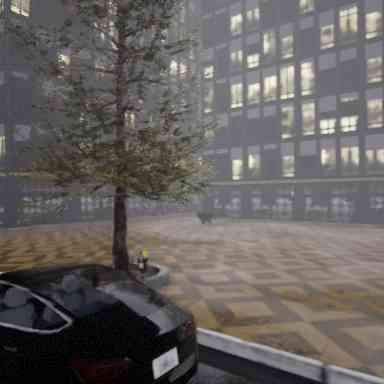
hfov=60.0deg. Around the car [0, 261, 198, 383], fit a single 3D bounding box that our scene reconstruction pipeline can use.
[{"bbox_3d":[-1.930,1.585,4.212,4.313,1.339,1.947,0,-1,35],"label":"car"}]
